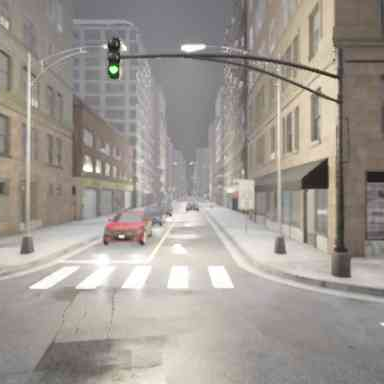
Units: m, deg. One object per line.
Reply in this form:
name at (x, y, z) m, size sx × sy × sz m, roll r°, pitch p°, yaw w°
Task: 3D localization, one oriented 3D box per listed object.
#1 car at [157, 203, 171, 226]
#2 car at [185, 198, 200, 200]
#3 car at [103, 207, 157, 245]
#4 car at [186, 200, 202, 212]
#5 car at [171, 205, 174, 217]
car at (-3.066, 1.880, 26.621) m, size 2.033 × 1.411 × 5.357 m, roll 0°, pitch -1°, yaw 0°
car at (-0.014, 2.257, 58.015) m, size 1.812 × 1.442 × 4.674 m, roll 0°, pitch -1°, yaw 0°
car at (-3.096, 1.688, 16.891) m, size 1.882 × 1.535 × 5.008 m, roll 0°, pitch -1°, yaw -1°
car at (0.070, 2.204, 47.924) m, size 1.895 × 1.301 × 4.718 m, roll 0°, pitch -1°, yaw 0°
car at (-3.068, 1.965, 36.795) m, size 1.837 × 1.490 × 4.892 m, roll 0°, pitch -1°, yaw 0°
